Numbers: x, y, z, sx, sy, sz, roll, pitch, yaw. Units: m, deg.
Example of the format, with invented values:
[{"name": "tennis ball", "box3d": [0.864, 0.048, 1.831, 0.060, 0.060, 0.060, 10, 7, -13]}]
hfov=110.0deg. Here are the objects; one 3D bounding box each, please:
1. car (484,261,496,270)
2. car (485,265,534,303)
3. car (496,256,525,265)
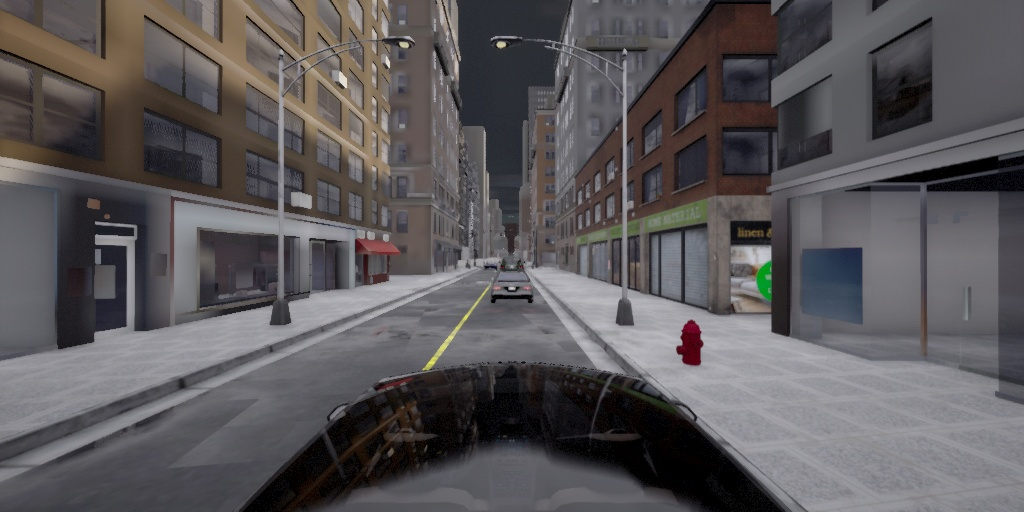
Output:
[{"name": "car", "box3d": [-3.000, 1.416, 51.470, 1.895, 1.301, 4.718, 0, 0, 0]}, {"name": "car", "box3d": [0.000, 1.315, 16.499, 2.033, 1.411, 5.357, 0, 0, 0]}, {"name": "car", "box3d": [0.000, 1.013, 31.530, 2.150, 2.045, 5.566, 0, 0, 0]}]
